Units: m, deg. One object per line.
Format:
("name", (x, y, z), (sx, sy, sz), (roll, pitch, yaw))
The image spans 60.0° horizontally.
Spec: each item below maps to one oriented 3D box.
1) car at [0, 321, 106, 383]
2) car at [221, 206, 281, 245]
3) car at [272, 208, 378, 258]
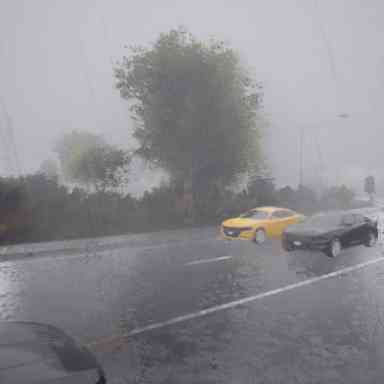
("car", (-2.907, 1.517, 1.789), (4.892, 1.490, 1.837), (0, 0, -35))
("car", (3.547, 1.484, 15.963), (5.008, 1.535, 1.882), (0, 0, -41))
("car", (5.500, 1.477, 13.025), (5.008, 1.535, 1.882), (0, 0, -41))
